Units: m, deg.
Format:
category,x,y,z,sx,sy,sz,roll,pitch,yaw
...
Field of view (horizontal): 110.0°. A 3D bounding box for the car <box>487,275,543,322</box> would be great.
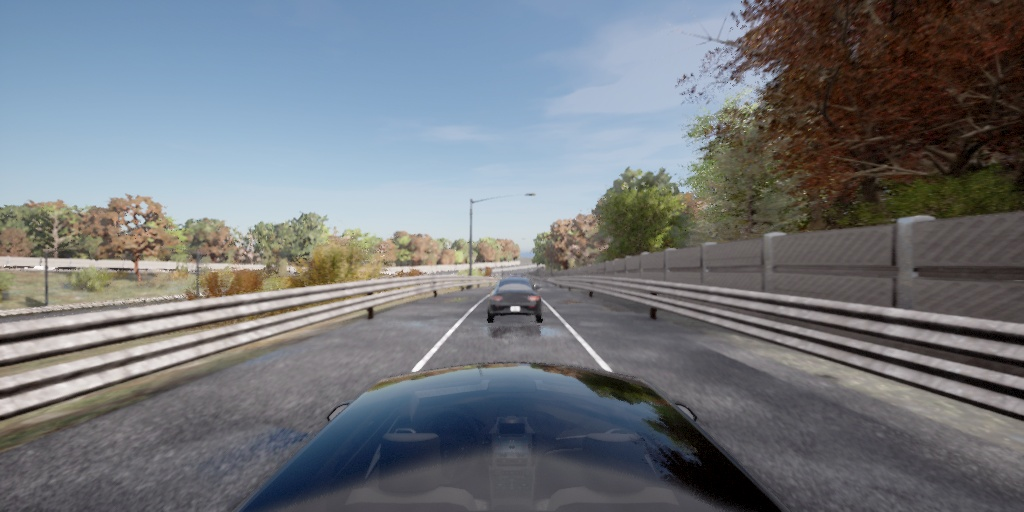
category,x,y,z,sx,sy,sz,roll,pitch,yaw
car,0.107,1.530,13.300,1.812,1.442,4.674,0,-2,0
